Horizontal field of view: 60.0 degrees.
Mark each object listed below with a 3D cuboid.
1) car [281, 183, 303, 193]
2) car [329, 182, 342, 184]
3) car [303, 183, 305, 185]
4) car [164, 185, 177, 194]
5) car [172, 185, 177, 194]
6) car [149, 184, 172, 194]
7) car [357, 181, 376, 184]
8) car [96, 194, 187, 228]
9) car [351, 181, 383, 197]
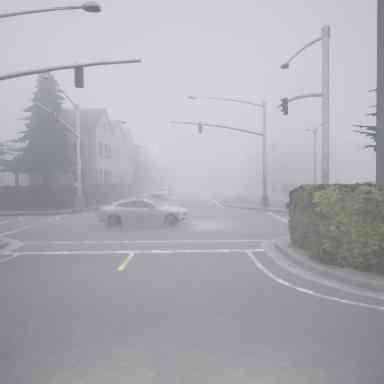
[{"bbox_3d":[15.260,-0.525,52.071,2.007,1.523,4.514,-1,2,0],"label":"car"},{"bbox_3d":[25.297,-1.034,59.485,2.152,1.636,5.027,-1,2,0],"label":"car"},{"bbox_3d":[18.883,-0.872,59.132,1.970,1.475,3.806,-1,2,0],"label":"car"},{"bbox_3d":[-3.730,-0.508,58.164,1.837,1.490,4.892,-1,2,0],"label":"car"},{"bbox_3d":[-3.743,-0.305,47.780,2.097,1.767,4.553,-1,2,0],"label":"car"},{"bbox_3d":[-3.722,0.163,37.762,1.882,1.535,5.008,-1,2,0],"label":"car"},{"bbox_3d":[19.010,-0.176,34.213,1.905,1.878,3.866,-1,2,0],"label":"car"},{"bbox_3d":[-2.575,1.025,17.360,4.674,1.442,1.812,-1,3,0],"label":"car"},{"bbox_3d":[22.253,-0.461,42.094,1.932,1.855,4.605,-1,2,0],"label":"car"}]
